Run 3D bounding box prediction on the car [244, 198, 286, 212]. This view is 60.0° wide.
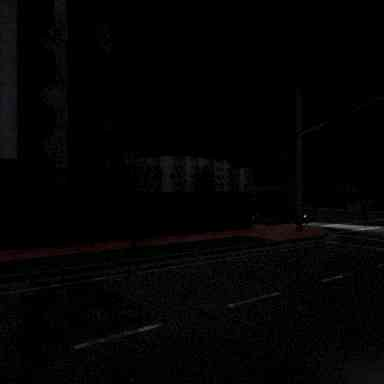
[{"bbox_3d":[8.914,1.491,40.764,2.128,1.511,4.902,0,0,-35],"label":"car"}]

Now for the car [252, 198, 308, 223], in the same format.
[{"bbox_3d":[6.727,1.491,26.027,2.128,1.511,4.902,0,0,-36],"label":"car"}]
